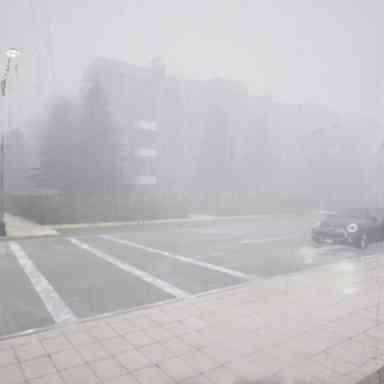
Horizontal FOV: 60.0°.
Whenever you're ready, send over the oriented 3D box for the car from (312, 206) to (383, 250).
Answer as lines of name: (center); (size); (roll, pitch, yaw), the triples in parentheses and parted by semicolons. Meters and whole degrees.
car: (7.440, 1.443, 15.018); (4.553, 1.767, 2.097); (0, 0, -36)
